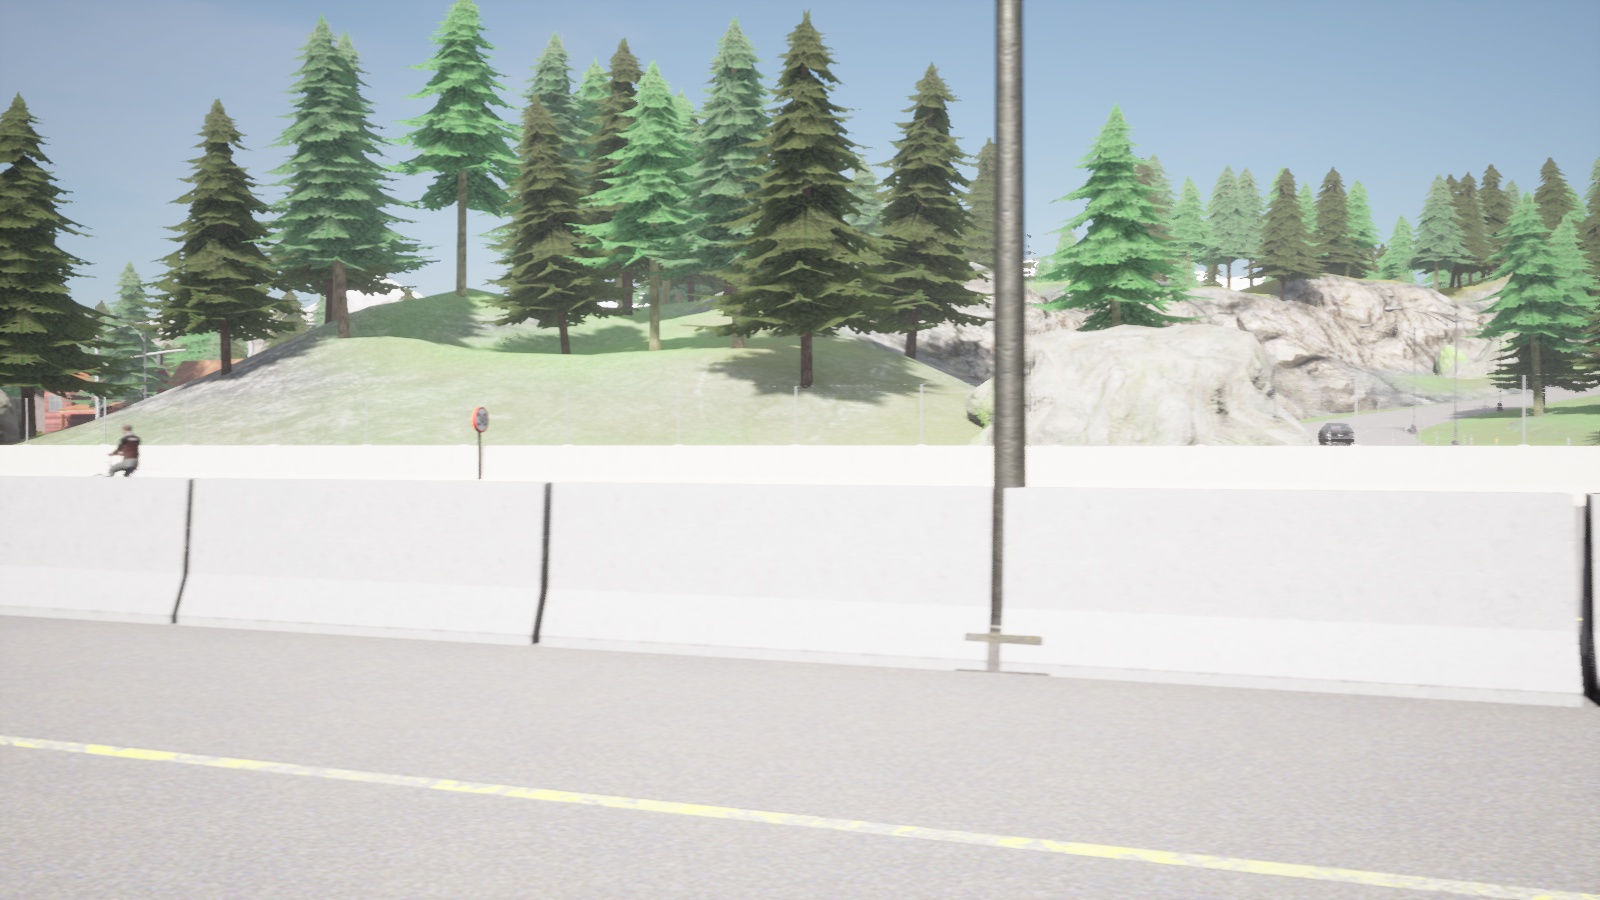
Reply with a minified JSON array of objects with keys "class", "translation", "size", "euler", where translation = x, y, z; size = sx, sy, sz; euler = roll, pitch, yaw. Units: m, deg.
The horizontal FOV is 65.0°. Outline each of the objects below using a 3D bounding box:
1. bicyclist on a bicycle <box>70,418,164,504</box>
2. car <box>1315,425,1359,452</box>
[{"class":"bicyclist on a bicycle","translation":[-14.413,0.219,26.503],"size":[1.843,1.776,0.659],"euler":[1,1,19]},{"class":"car","translation":[32.752,-0.733,76.696],"size":[2.033,1.411,5.357],"euler":[1,3,19]}]
